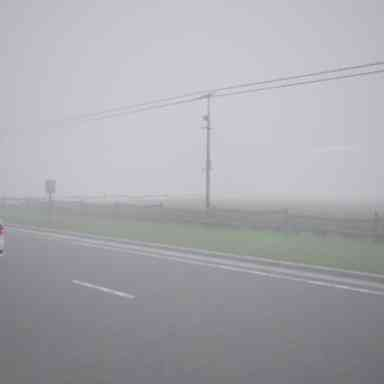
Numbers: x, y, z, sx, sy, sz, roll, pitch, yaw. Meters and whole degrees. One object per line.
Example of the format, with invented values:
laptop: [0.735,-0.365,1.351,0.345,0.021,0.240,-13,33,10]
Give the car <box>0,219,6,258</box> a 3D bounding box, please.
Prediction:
car: [-7.386,1.071,9.262,5.566,2.045,2.150,1,1,35]
